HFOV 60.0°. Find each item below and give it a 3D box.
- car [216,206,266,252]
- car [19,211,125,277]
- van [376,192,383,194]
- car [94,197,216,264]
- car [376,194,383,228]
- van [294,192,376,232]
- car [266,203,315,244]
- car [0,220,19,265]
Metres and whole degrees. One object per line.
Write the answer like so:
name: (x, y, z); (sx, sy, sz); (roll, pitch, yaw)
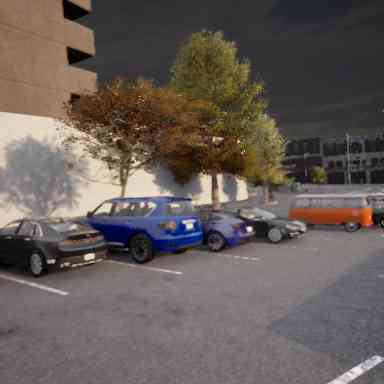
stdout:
car: (0.239, 1.461, 13.650); (4.792, 1.488, 2.163); (-1, 0, 35)
car: (-4.689, 1.485, 10.194); (4.892, 1.521, 2.231); (-1, 0, 35)
van: (12.781, 1.070, 22.019); (4.442, 1.987, 1.878); (-1, -1, 36)
car: (-2.246, 1.207, 11.938); (5.566, 2.045, 2.435); (-1, 0, 35)
car: (10.221, 1.198, 20.384); (4.553, 1.767, 2.185); (-1, 0, 36)
van: (7.610, 1.127, 18.788); (4.442, 1.987, 1.878); (-1, 0, 36)
car: (2.738, 1.405, 15.347); (4.892, 1.521, 2.231); (-1, -1, 36)
car: (-7.172, 1.260, 8.481); (5.566, 2.045, 2.435); (-1, 0, 35)
